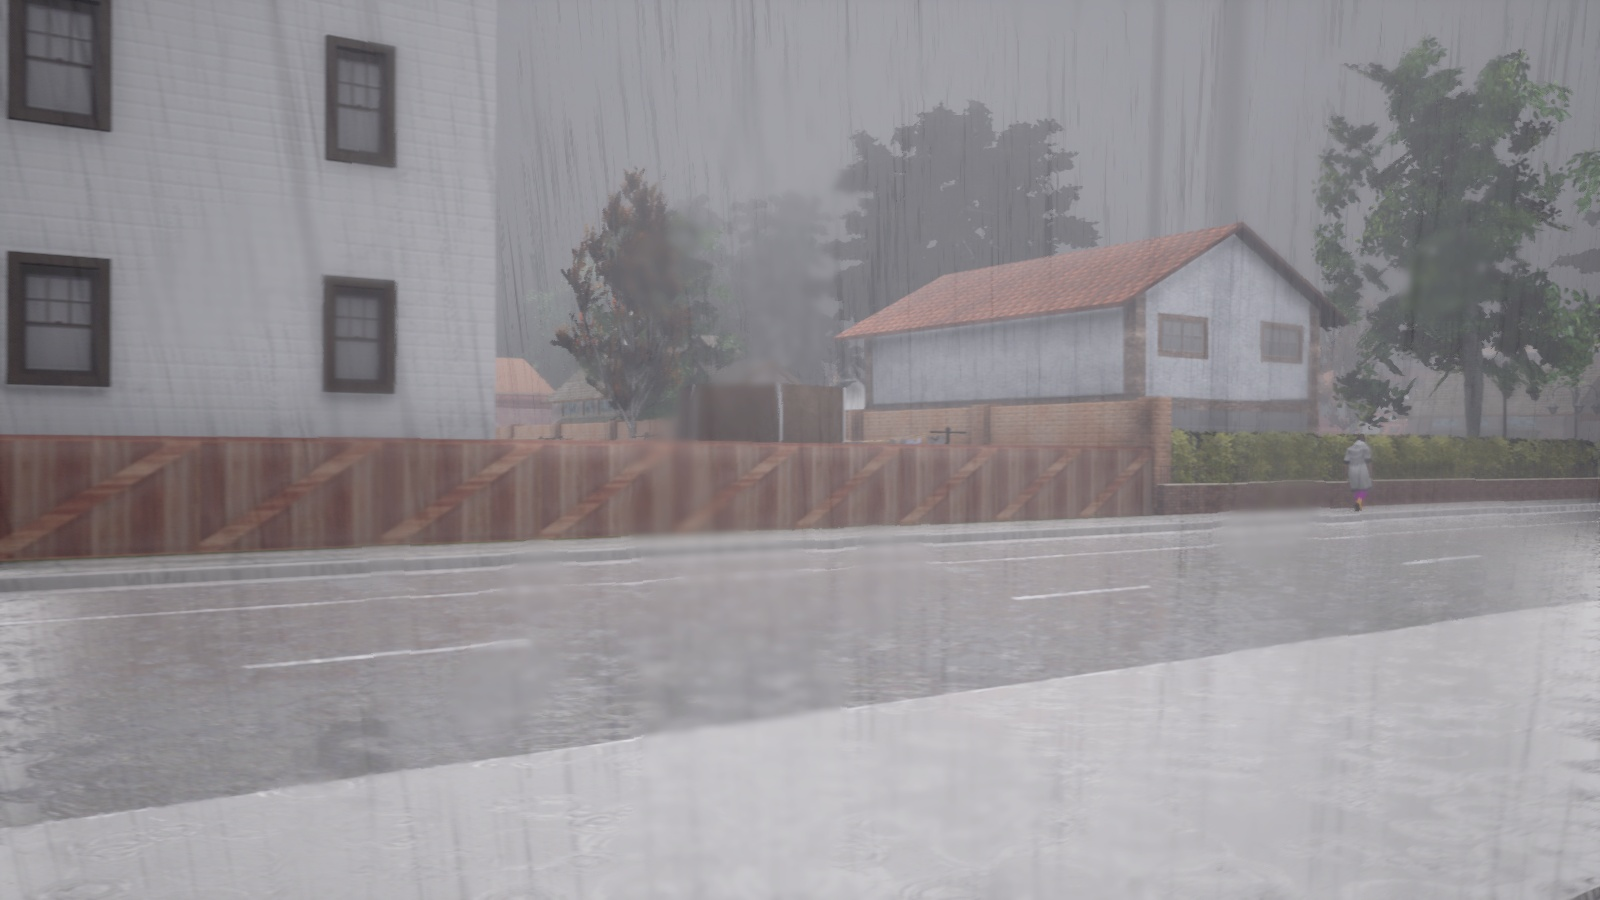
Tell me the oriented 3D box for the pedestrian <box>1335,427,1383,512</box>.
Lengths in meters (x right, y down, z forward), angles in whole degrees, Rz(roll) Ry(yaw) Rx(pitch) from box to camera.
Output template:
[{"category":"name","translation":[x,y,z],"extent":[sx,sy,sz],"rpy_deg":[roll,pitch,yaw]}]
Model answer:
[{"category":"pedestrian","translation":[13.011,0.444,29.234],"extent":[0.873,1.952,0.659],"rpy_deg":[0,0,-36]}]
